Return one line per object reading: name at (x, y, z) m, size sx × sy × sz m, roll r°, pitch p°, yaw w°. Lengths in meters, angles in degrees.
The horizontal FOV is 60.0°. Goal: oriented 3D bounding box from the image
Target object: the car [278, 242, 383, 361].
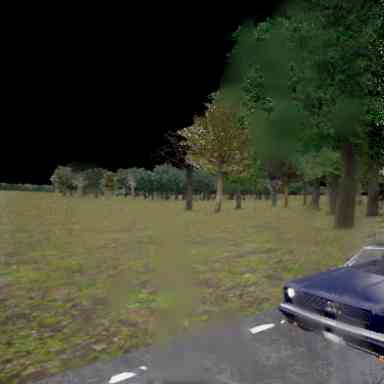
car at (3.643, 1.571, 5.590) m, size 4.718 × 1.301 × 1.895 m, roll 0°, pitch 0°, yaw -35°
